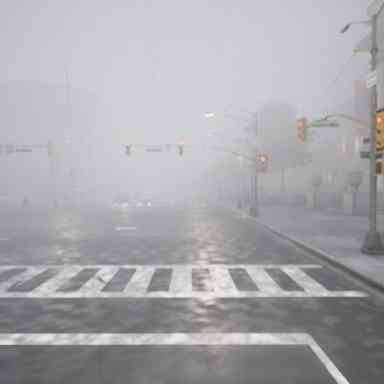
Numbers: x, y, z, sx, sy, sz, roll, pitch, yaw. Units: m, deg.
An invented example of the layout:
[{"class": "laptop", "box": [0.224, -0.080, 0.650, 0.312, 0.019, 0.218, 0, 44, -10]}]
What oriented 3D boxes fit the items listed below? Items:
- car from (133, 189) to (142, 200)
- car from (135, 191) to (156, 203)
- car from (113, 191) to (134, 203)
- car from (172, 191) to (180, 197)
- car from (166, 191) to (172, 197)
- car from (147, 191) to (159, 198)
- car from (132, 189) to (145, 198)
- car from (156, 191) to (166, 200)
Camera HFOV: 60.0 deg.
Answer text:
[{"class": "car", "box": [-10.648, 0.736, 67.939, 1.882, 1.535, 5.008, 0, 1, 0]}, {"class": "car", "box": [-7.156, 0.959, 51.809, 1.812, 1.442, 4.674, 0, 1, 0]}, {"class": "car", "box": [-10.648, 0.950, 50.763, 1.837, 1.490, 4.892, 0, 1, 0]}, {"class": "car", "box": [-5.046, 0.385, 88.882, 2.097, 1.767, 4.553, 0, 1, -29]}, {"class": "car", "box": [-7.698, 0.652, 86.397, 1.895, 1.301, 4.718, 0, 1, -25]}, {"class": "car", "box": [-9.700, 0.580, 82.192, 1.882, 1.535, 5.008, 0, 1, -21]}, {"class": "car", "box": [-13.111, 0.337, 81.302, 2.150, 2.045, 5.566, 0, 1, -21]}, {"class": "car", "box": [-7.144, 0.729, 68.511, 1.882, 1.535, 5.008, 0, 1, 0]}]
